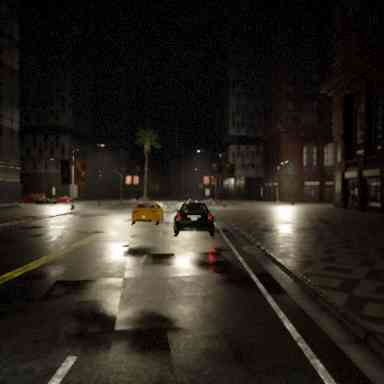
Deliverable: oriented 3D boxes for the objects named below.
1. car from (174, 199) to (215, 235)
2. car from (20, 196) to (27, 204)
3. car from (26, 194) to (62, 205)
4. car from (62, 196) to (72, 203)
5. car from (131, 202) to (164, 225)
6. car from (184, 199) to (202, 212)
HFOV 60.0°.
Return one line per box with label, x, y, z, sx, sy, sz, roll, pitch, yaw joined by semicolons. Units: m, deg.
car;0.107;1.341;18.691;2.097;1.767;4.553;0;0;0
car;-30.552;1.498;55.986;4.313;1.339;1.947;0;0;-1
car;-24.912;1.518;56.072;4.313;1.339;1.947;0;0;-1
car;-25.038;1.498;64.596;4.206;1.307;1.802;0;0;-1
car;-3.142;1.463;24.112;1.882;1.535;5.008;0;0;0
car;0.117;1.534;39.770;2.033;1.411;5.357;0;0;0
